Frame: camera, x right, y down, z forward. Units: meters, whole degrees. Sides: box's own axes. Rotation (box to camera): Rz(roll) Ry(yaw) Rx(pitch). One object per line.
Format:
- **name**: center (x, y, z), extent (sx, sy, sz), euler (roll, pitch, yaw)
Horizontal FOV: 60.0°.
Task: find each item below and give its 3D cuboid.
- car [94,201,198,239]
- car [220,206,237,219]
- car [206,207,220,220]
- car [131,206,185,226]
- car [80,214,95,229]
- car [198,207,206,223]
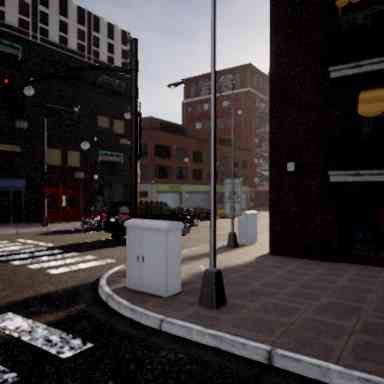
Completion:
- **car**: center (-2.298, 1.522, 18.530), extent (2.150, 2.045, 5.566), euler (0, -1, 37)
- **car**: center (3.585, 2.156, 36.857), extent (1.752, 1.417, 4.829), euler (-1, -2, 35)
- **car**: center (0.522, 2.096, 32.466), extent (1.947, 1.339, 4.313), euler (-1, -2, 35)
- **car**: center (-2.735, 1.948, 27.797), extent (1.752, 1.417, 4.829), euler (-1, -2, 35)
- **car**: center (-5.797, 1.762, 23.409), extent (1.967, 1.590, 4.097), euler (-1, -2, 35)
- **car**: center (-1.235, 1.914, 25.393), extent (1.837, 1.490, 4.892), euler (0, -1, 35)
